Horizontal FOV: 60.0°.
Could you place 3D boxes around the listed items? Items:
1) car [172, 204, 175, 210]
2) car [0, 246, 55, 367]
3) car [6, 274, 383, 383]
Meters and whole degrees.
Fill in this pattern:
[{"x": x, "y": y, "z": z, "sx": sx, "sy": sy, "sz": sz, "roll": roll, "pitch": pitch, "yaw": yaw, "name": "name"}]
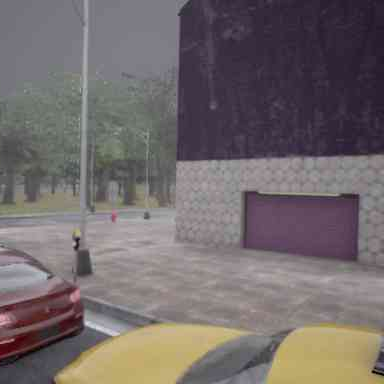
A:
[{"x": -0.432, "y": 1.746, "z": 41.879, "sx": 1.895, "sy": 1.301, "sz": 4.718, "roll": 2, "pitch": 0, "yaw": 36, "name": "car"}, {"x": -3.426, "y": 1.536, "z": 5.234, "sx": 4.206, "sy": 1.307, "sz": 1.802, "roll": 1, "pitch": 2, "yaw": 36, "name": "car"}, {"x": 0.940, "y": 1.523, "z": 2.119, "sx": 4.829, "sy": 1.417, "sz": 1.752, "roll": 1, "pitch": 2, "yaw": 36, "name": "car"}]
